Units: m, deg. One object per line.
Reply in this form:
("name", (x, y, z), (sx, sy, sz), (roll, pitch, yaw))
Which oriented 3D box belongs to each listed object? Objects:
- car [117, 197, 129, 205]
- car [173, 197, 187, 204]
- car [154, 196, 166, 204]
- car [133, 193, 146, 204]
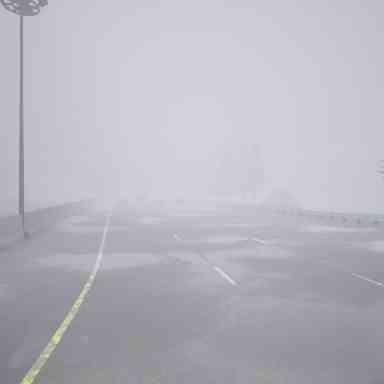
("car", (-12.282, 1.547, 58.893), (2.033, 1.411, 5.357), (0, 0, -15))
("car", (-2.248, 1.547, 61.987), (2.033, 1.411, 5.357), (0, 0, -12))
("car", (-5.995, 1.547, 62.658), (2.033, 1.411, 5.357), (0, 0, -12))
("car", (-10.326, 1.221, 65.863), (2.150, 2.045, 5.566), (0, 0, -13))
